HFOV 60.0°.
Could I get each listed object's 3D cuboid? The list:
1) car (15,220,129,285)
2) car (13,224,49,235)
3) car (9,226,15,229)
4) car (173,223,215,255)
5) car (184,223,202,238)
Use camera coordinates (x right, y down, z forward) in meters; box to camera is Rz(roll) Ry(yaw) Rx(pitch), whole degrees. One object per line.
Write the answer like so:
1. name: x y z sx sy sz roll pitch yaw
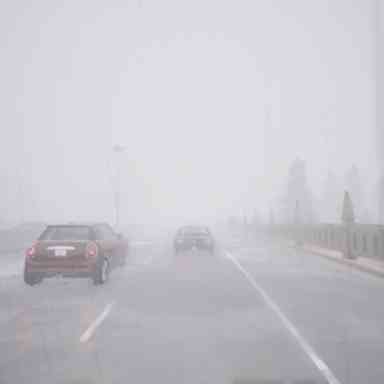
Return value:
1. car: -3.402 1.723 10.736 2.097 1.767 4.553 0 -3 0
2. car: -21.012 4.849 43.621 2.033 1.411 5.357 0 -5 0
3. car: -14.062 3.256 28.806 2.097 1.767 4.553 0 -5 0
4. car: 0.097 2.410 16.991 1.895 1.301 4.718 0 -5 0
5. car: 0.093 4.089 35.779 1.812 1.442 4.674 0 -5 0
